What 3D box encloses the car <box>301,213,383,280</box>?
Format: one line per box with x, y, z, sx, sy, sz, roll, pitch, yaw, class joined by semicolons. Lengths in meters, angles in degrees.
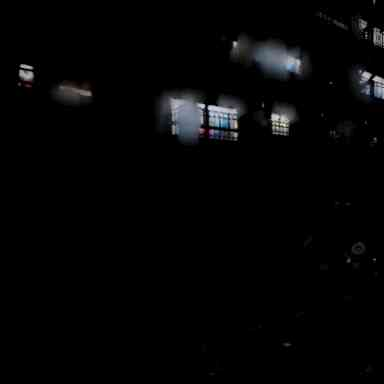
5.008;1.382;9.687;4.097;1.590;1.967;0;0;-36;car
